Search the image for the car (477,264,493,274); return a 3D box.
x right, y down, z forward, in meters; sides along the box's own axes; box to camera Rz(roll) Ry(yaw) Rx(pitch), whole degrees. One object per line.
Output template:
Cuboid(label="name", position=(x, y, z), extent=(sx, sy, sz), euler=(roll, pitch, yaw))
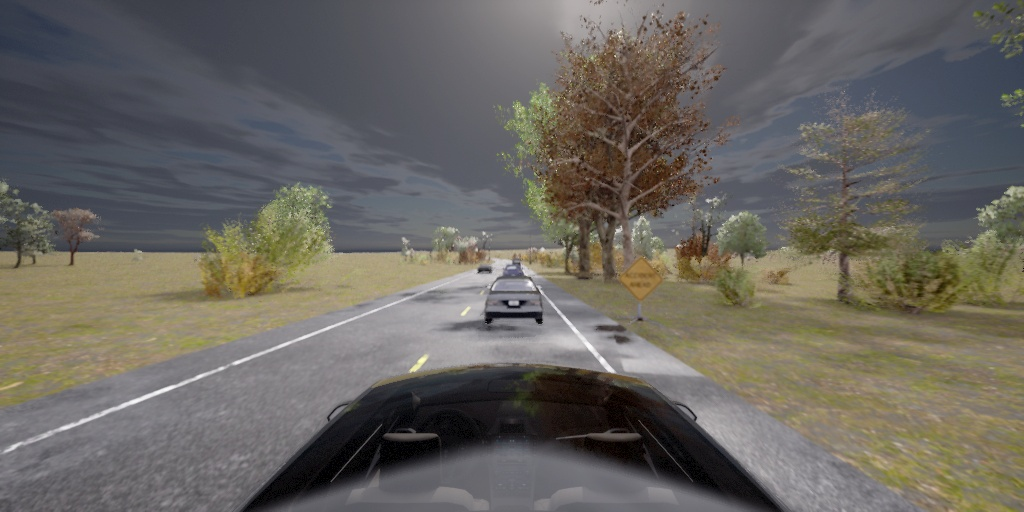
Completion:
Cuboid(label="car", position=(-3.572, 1.670, 47.760), extent=(1.895, 1.301, 4.718), euler=(0, 0, 0))

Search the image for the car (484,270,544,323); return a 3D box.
Cuboid(label="car", position=(0.073, 1.380, 12.555), extent=(2.033, 1.411, 5.357), euler=(0, 0, 0))

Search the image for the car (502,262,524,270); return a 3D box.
Cuboid(label="car", position=(0.101, 1.507, 33.139), extent=(1.812, 1.442, 4.674), euler=(0, 0, 0))

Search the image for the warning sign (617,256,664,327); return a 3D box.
Cuboid(label="warning sign", position=(3.553, 0.929, 10.040), extent=(1.300, 1.860, 1.060), euler=(0, 0, 0))
